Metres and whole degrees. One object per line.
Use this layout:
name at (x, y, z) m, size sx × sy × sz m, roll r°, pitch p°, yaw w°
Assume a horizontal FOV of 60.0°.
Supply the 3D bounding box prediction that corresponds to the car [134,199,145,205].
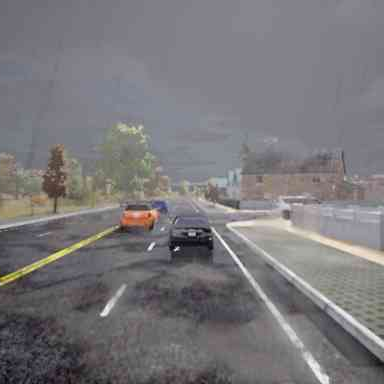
car at (-11.309, 2.117, 71.938) m, size 1.895 × 1.301 × 4.718 m, roll 0°, pitch 0°, yaw -1°

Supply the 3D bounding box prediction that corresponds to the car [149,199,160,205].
car at (-8.069, 2.118, 72.406) m, size 1.895 × 1.301 × 4.718 m, roll 0°, pitch 0°, yaw -1°

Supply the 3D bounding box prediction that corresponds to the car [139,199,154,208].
car at (-7.733, 1.983, 56.704) m, size 1.994 × 1.385 × 4.181 m, roll 0°, pitch 0°, yaw -1°

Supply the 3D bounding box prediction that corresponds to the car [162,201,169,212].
car at (-3.930, 1.787, 41.297) m, size 1.882 × 1.535 × 5.008 m, roll 0°, pitch 0°, yaw -1°

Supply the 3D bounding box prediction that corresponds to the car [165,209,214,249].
car at (-0.054, 1.663, 15.038) m, size 2.033 × 1.411 × 5.357 m, roll 0°, pitch 0°, yaw -1°

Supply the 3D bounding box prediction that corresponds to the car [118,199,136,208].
car at (-10.971, 1.910, 56.158) m, size 2.128 × 1.511 × 4.902 m, roll 0°, pitch 0°, yaw -1°

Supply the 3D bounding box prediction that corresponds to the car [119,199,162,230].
car at (-3.473, 1.526, 22.670) m, size 2.097 × 1.767 × 4.553 m, roll 0°, pitch 0°, yaw -1°

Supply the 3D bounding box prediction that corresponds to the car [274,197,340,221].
car at (9.831, 1.402, 28.293) m, size 5.566 × 2.045 × 2.150 m, roll -1°, pitch -1°, yaw 20°
